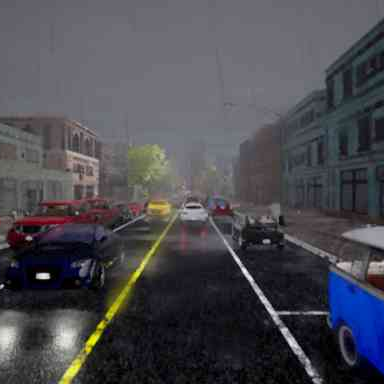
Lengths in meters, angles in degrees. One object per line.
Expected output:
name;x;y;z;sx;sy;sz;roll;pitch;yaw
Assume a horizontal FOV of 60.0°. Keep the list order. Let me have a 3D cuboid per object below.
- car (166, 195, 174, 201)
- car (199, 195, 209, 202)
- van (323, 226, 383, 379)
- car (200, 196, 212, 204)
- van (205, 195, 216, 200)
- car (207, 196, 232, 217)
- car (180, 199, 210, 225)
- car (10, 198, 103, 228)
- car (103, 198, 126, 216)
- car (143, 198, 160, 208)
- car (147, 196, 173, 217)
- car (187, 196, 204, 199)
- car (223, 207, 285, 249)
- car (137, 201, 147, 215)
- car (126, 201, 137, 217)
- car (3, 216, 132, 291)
car;-5.703;1.533;86.259;1.802;1.307;4.206;-1;0;0
car;2.678;1.502;75.173;1.887;1.381;4.507;-1;0;0
van;2.685;1.339;3.100;1.690;1.788;3.998;-1;0;0
car;2.680;1.515;64.085;2.008;1.369;4.403;-1;0;0
van;2.681;1.321;36.364;1.690;1.788;3.998;-1;0;0
car;2.682;1.424;30.820;1.967;1.590;4.097;-1;0;0
car;0.096;1.513;24.009;1.812;1.442;4.674;0;0;0
car;-5.698;1.308;14.187;2.192;1.841;5.009;-1;0;0
car;-5.697;1.305;19.731;2.192;1.841;5.009;-1;0;0
car;-5.699;1.540;47.451;1.947;1.339;4.313;-1;0;0
car;-3.052;1.461;31.445;1.882;1.535;5.008;0;0;1
car;0.081;1.328;42.830;2.097;1.767;4.553;0;0;0
car;2.686;1.543;14.188;2.008;1.369;4.403;-1;0;0
car;-5.697;1.529;30.819;1.887;1.381;4.507;-1;0;0
car;-5.696;1.553;25.275;1.947;1.339;4.313;-1;0;0
car;-3.083;1.560;8.888;1.994;1.385;4.181;0;0;0
